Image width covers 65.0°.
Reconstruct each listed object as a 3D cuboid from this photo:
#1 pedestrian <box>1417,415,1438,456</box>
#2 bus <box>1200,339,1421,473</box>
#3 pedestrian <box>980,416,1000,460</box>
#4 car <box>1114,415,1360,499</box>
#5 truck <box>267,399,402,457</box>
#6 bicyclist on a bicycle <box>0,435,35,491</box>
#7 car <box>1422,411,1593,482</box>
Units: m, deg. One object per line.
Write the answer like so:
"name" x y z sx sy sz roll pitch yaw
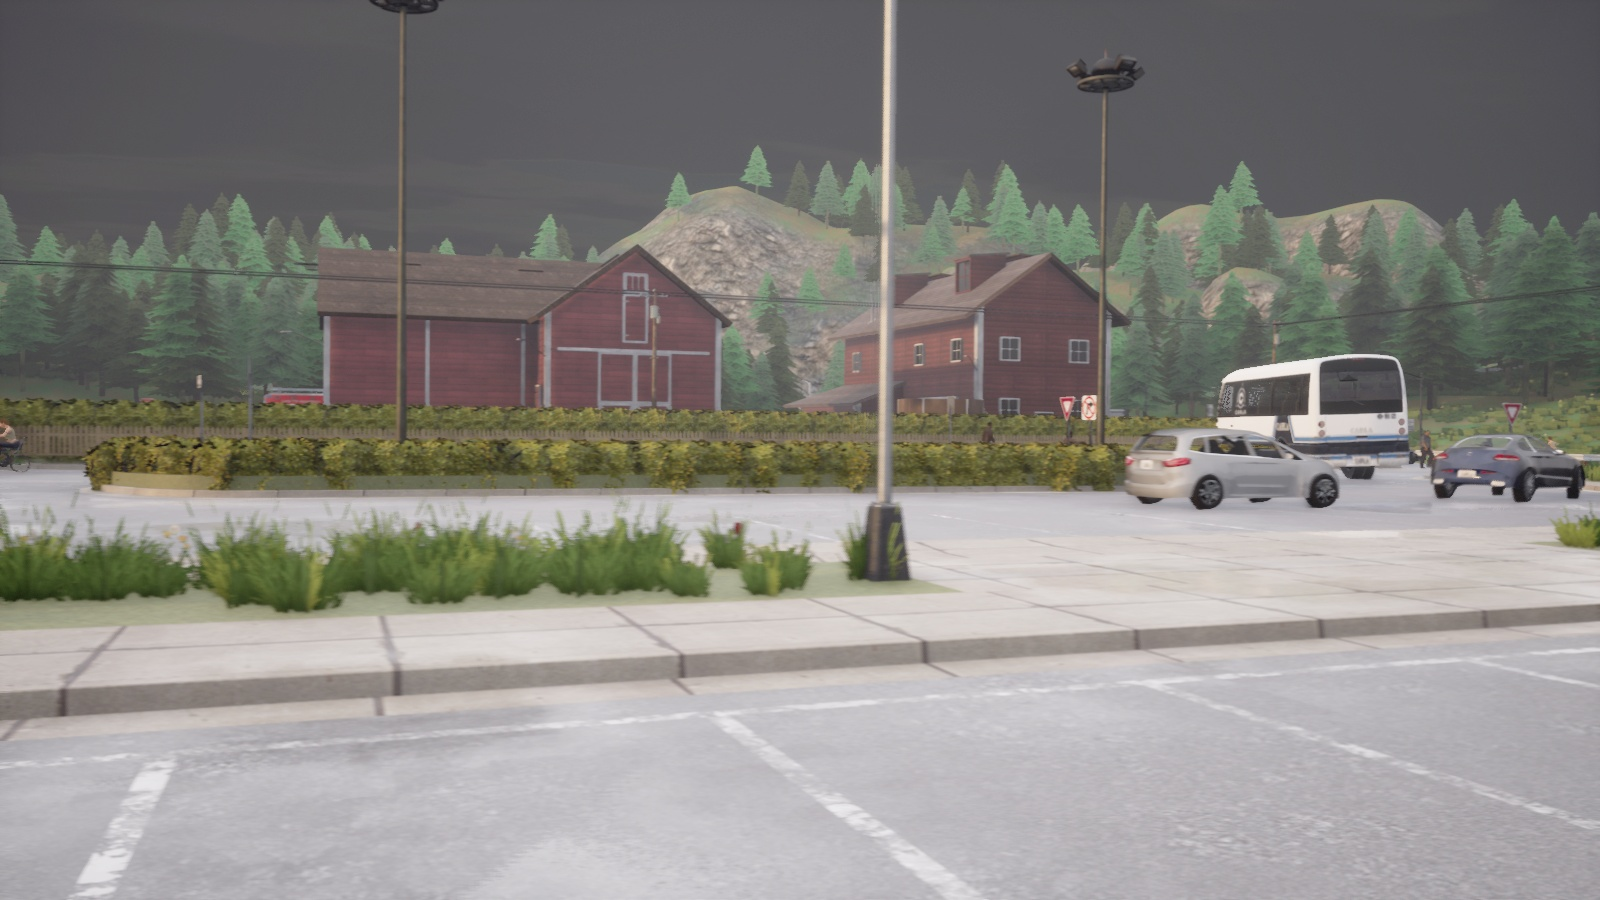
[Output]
"pedestrian" 28.758 -0.664 57.558 0.540 1.848 0.694 -1 1 -19
"bus" 18.688 -1.547 47.079 3.944 4.253 10.273 -3 1 0
"pedestrian" 8.000 -0.493 52.845 0.703 1.840 0.431 -1 1 -20
"car" 9.364 0.102 26.980 4.611 1.667 2.242 -1 1 -20
"truck" -31.945 -1.565 86.260 8.468 3.827 2.891 -1 1 -25
"bicyclist on a bicycle" -23.559 0.386 37.052 1.509 1.612 0.866 -1 1 -20
"car" 17.941 -0.133 31.729 5.027 1.651 2.152 -2 1 -40
